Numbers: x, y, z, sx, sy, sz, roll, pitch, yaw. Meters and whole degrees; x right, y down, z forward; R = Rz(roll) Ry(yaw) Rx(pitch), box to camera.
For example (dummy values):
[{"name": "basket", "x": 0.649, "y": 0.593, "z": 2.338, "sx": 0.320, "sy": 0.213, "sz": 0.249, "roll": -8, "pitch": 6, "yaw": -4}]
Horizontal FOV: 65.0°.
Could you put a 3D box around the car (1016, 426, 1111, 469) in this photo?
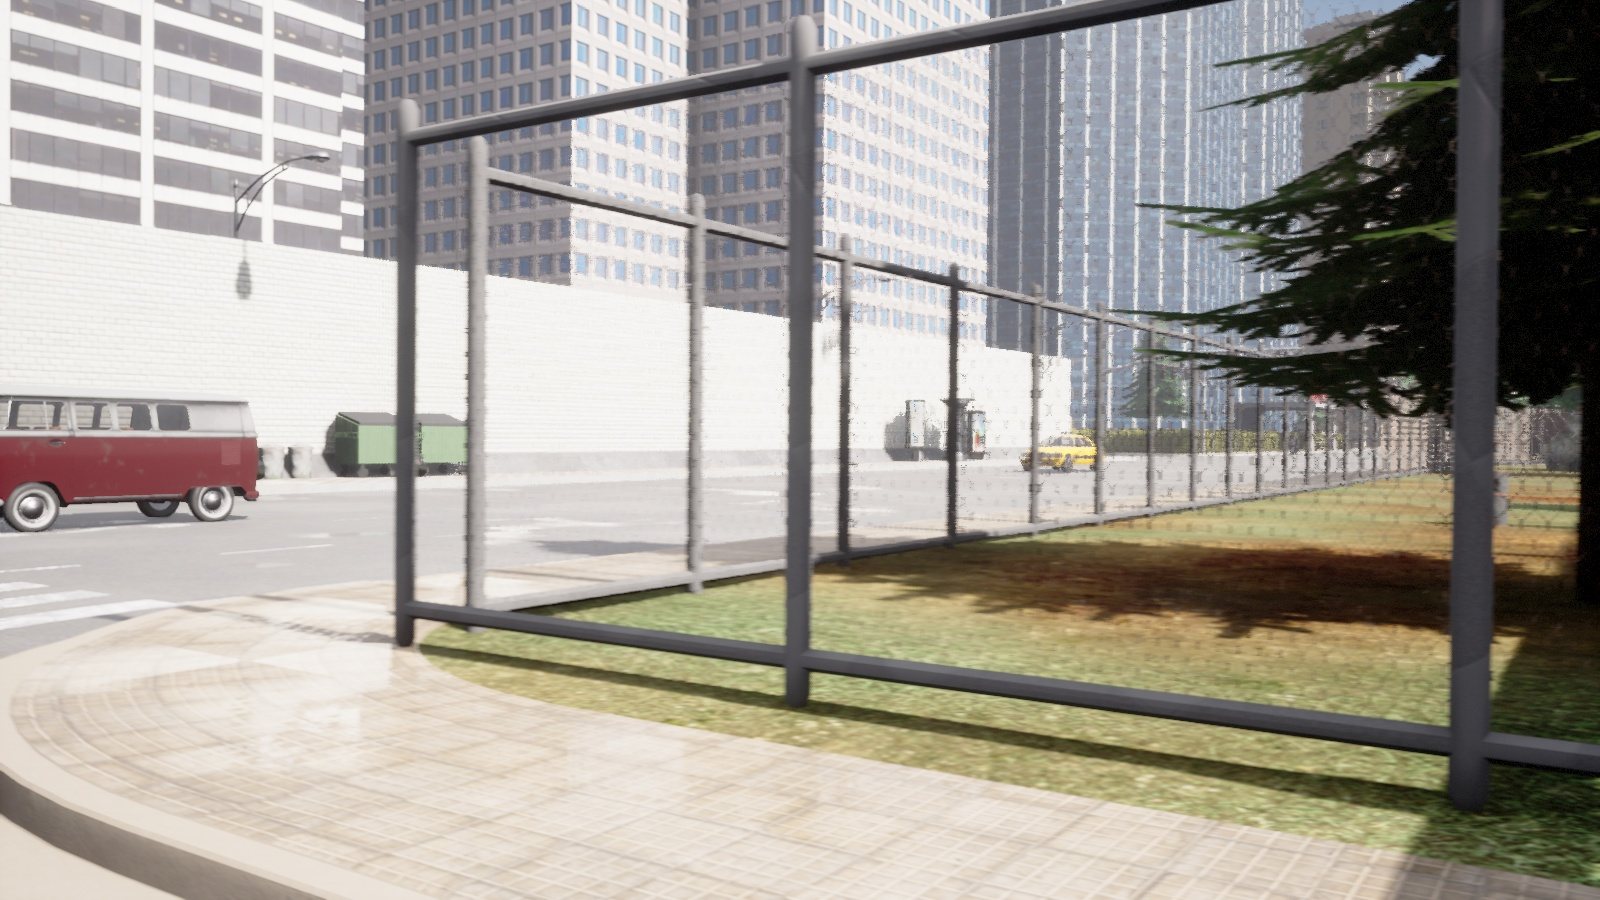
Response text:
[{"name": "car", "x": 10.352, "y": -0.148, "z": 49.018, "sx": 1.801, "sy": 1.575, "sz": 5.366, "roll": 0, "pitch": 1, "yaw": 33}]

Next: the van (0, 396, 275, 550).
[{"name": "van", "x": -10.111, "y": 0.274, "z": 18.094, "sx": 1.775, "sy": 1.987, "sz": 4.442, "roll": 0, "pitch": 1, "yaw": 34}]
